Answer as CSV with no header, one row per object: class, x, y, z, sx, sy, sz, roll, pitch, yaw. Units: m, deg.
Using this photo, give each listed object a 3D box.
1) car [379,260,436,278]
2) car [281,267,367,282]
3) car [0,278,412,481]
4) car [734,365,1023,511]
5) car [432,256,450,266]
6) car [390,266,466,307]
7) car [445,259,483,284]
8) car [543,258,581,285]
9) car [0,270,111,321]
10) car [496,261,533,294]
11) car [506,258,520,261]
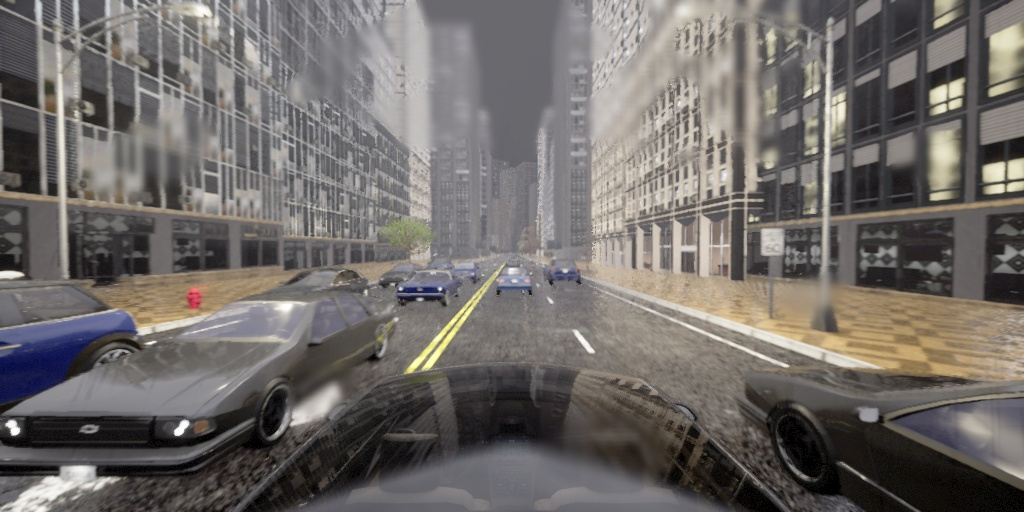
car,-6.516,1.162,22.340,2.033,1.411,5.357,0,0,0
car,-6.578,1.183,12.540,1.837,1.490,4.892,0,0,0
car,-3.340,1.271,5.426,2.033,1.411,5.357,0,0,0
car,3.353,1.297,1.432,2.033,1.411,5.357,0,0,0
car,-6.474,0.900,32.473,2.097,1.767,4.553,0,0,0
car,-3.316,1.262,15.186,1.895,1.301,4.718,0,0,0
car,-3.231,1.120,25.399,1.812,1.442,4.674,0,0,0
car,3.372,0.951,24.768,2.097,1.767,4.553,0,0,0
car,-6.624,1.088,3.443,2.097,1.767,4.553,0,0,1
car,0.116,1.183,19.121,2.033,1.411,5.357,0,0,0
car,0.115,0.951,45.634,2.128,1.511,4.902,0,1,0
